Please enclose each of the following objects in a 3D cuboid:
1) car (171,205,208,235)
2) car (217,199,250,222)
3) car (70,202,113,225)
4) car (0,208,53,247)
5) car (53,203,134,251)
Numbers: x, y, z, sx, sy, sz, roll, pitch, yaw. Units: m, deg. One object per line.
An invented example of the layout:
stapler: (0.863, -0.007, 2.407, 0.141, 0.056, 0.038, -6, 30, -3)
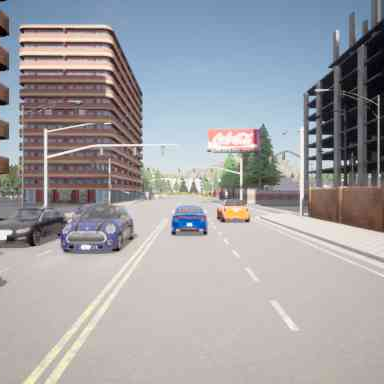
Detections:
car: (-0.152, 1.478, 18.942, 1.882, 1.535, 5.008, 0, 0, -1)
car: (3.151, 1.352, 26.071, 2.097, 1.767, 4.553, 0, 0, -1)
car: (-7.332, 1.526, 24.757, 1.812, 1.442, 4.674, 0, 0, -1)
car: (-7.279, 1.492, 15.162, 2.128, 1.511, 4.902, 0, 0, -1)
car: (-3.763, 1.353, 13.942, 2.097, 1.767, 4.553, 0, 0, -1)
